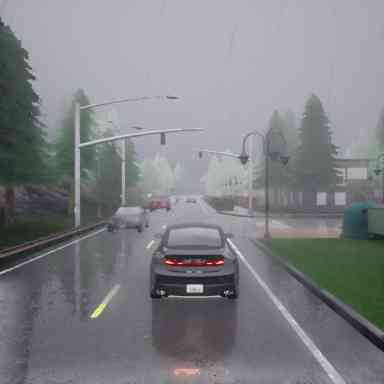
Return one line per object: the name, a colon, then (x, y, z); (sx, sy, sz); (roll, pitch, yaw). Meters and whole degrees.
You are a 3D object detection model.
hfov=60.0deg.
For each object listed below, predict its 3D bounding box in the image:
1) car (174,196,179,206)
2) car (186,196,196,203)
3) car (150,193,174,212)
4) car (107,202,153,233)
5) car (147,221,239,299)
car: (-3.709, 1.525, 56.091); (1.812, 1.442, 4.674); (0, 0, 0)
car: (-0.147, 1.564, 66.664); (1.994, 1.385, 4.181); (0, 0, 0)
car: (-3.687, 1.216, 40.003); (2.150, 2.045, 5.566); (0, 1, 0)
car: (-3.626, 1.528, 19.629); (1.812, 1.442, 4.674); (0, 0, 0)
car: (0.055, 1.505, 8.456); (1.837, 1.490, 4.892); (0, 0, 0)
